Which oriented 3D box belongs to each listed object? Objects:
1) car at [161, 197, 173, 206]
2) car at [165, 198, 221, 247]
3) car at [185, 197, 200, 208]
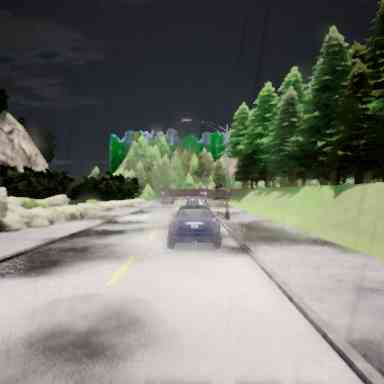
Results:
[{"bbox_3d":[-4.046,1.540,55.912,1.994,1.385,4.181,0,0,1],"label":"car"},{"bbox_3d":[0.100,1.345,15.021,2.097,1.767,4.553,0,0,0],"label":"car"},{"bbox_3d":[0.094,1.526,48.938,2.033,1.411,5.357,0,0,0],"label":"car"}]
